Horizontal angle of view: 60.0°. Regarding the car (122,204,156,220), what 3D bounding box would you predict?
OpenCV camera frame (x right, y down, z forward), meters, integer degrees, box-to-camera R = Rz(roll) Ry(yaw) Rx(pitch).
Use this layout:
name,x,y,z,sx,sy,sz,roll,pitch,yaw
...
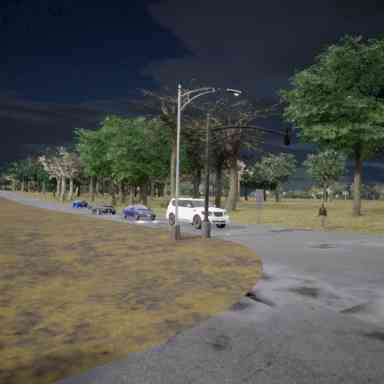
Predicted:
name,x,y,z,sx,sy,sz,roll,pitch,yaw
car,-5.195,1.883,31.929,1.812,1.442,4.674,3,-2,-34

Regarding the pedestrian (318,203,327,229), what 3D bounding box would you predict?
name,x,y,z,sx,sy,sz,roll,pitch,yaw
pedestrian,9.324,1.717,23.835,0.375,1.860,0.375,1,-1,-34

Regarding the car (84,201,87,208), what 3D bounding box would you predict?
name,x,y,z,sx,sy,sz,roll,pitch,yaw
car,-15.595,2.251,54.142,1.994,1.385,4.181,3,-2,-33

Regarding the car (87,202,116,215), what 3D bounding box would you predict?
name,x,y,z,sx,sy,sz,roll,pitch,yaw
car,-10.765,2.012,40.262,1.994,1.385,4.181,3,-2,-34

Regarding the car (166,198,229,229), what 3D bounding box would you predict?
name,x,y,z,sx,sy,sz,roll,pitch,yaw
car,0.244,1.459,23.761,2.150,2.045,5.566,3,-2,-34

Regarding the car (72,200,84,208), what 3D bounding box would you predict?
name,x,y,z,sx,sy,sz,roll,pitch,yaw
car,-21.096,2.221,62.412,1.882,1.535,5.008,3,-2,-34
